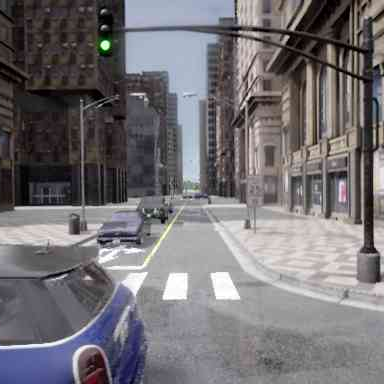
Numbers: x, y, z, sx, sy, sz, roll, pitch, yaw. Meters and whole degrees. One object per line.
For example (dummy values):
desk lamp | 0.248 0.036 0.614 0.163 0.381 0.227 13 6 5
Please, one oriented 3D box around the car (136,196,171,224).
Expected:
car | -3.086 1.331 26.457 2.150 2.045 5.566 -1 0 0

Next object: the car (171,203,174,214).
car | -3.060 1.656 36.788 1.812 1.442 4.674 -1 0 0

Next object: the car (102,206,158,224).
car | -3.096 1.637 16.238 2.033 1.411 5.357 -1 0 0

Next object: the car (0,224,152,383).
car | -2.752 1.331 3.080 4.553 1.767 2.097 0 1 -1
